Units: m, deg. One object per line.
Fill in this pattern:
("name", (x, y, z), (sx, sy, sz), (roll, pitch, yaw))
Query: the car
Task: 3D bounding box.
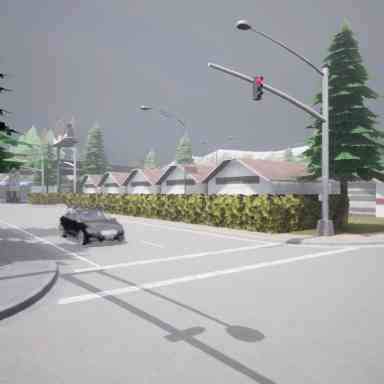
("car", (-4.862, 1.561, 15.697), (2.128, 1.511, 4.902), (0, 1, -37))
